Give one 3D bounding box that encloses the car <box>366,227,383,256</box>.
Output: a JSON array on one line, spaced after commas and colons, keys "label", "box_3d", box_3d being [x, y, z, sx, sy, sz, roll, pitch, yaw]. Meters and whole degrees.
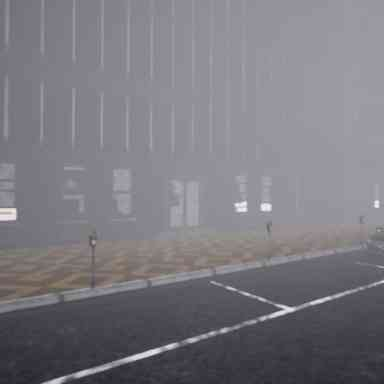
[{"label": "car", "box_3d": [8.188, 1.672, 12.393, 4.403, 1.369, 2.008, 1, 0, -35]}]
